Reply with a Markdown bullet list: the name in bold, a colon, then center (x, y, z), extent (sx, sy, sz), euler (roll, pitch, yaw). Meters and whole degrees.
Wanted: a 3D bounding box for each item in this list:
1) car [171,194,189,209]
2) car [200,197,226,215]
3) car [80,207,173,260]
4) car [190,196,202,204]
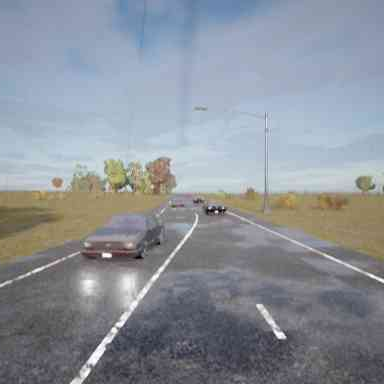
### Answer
- **car**: center (-1.793, 1.394, 44.061), extent (2.033, 1.411, 5.357), euler (0, 0, -2)
- **car**: center (2.131, 1.497, 32.521), extent (1.895, 1.301, 4.718), euler (0, 0, -2)
- **car**: center (-2.281, 1.507, 12.609), extent (2.033, 1.411, 5.357), euler (0, 0, 6)
- **car**: center (1.146, 1.414, 59.487), extent (1.895, 1.301, 4.718), euler (0, 0, -2)
